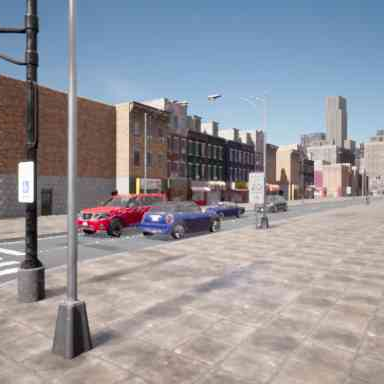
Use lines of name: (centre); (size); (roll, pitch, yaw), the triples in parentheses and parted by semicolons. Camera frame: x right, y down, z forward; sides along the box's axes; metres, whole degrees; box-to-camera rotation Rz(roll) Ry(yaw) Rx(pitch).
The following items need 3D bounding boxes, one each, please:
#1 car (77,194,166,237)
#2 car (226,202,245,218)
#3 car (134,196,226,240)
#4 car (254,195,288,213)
car: (-3.394, 1.118, 17.779); (2.150, 2.045, 5.566); (0, 0, 35)
car: (2.284, 1.436, 25.766); (1.895, 1.301, 4.718); (0, 0, 35)
car: (-0.436, 1.248, 16.852); (2.097, 1.767, 4.553); (0, 0, 35)
car: (8.087, 1.140, 33.885); (2.097, 1.767, 4.553); (0, 0, 36)
